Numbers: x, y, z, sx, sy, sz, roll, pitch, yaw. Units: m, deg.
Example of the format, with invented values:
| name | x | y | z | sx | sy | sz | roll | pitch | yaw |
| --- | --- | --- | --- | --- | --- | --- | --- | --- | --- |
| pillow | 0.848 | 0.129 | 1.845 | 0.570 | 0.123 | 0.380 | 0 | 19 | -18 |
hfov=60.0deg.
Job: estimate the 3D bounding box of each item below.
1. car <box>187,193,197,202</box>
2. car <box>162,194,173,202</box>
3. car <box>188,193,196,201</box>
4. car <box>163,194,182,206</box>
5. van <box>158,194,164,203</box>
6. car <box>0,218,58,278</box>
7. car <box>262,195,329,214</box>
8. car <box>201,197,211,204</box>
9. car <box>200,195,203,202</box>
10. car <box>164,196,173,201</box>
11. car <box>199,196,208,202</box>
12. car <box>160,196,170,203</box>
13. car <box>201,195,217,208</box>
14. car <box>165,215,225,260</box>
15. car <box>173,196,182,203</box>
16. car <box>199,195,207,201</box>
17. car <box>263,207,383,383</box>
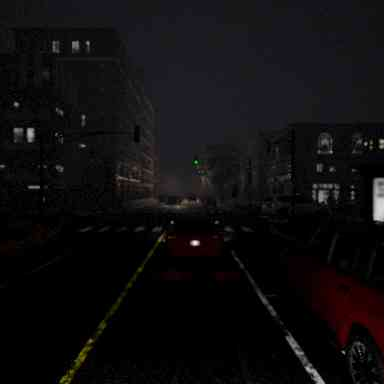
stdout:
| name | x | y | z | sx | sy | sz | roll | pitch | yaw |
| --- | --- | --- | --- | --- | --- | --- | --- | --- | --- |
| car | -0.008 | 1.471 | 75.010 | 1.882 | 1.535 | 5.008 | 0 | 0 | 0 |
| car | -5.701 | 1.320 | 76.723 | 2.192 | 1.841 | 5.009 | 0 | 0 | 0 |
| car | -0.010 | 1.155 | 85.458 | 2.150 | 2.045 | 5.566 | 0 | 0 | 0 |
| car | -3.063 | 1.336 | 54.256 | 2.097 | 1.767 | 4.553 | 0 | 0 | 0 |
| van | -5.700 | 1.333 | 65.329 | 1.690 | 1.788 | 3.998 | 0 | 0 | 0 |
| car | -5.693 | 1.515 | 10.117 | 1.752 | 1.417 | 4.829 | 0 | 0 | 0 |
| car | 8.590 | 1.238 | 27.507 | 5.566 | 2.045 | 2.150 | 0 | -1 | -7 |
| car | 2.681 | 1.574 | 65.329 | 1.802 | 1.307 | 4.206 | 0 | 0 | 0 |
| car | 2.683 | 1.424 | 53.935 | 1.967 | 1.590 | 4.097 | 0 | 0 | 0 |
| car | -5.701 | 1.579 | 82.420 | 1.947 | 1.339 | 4.313 | 0 | 0 | 0 |
| car | 2.680 | 1.556 | 76.722 | 2.008 | 1.369 | 4.403 | 0 | 0 | 0 |
| car | -5.700 | 1.580 | 71.026 | 1.802 | 1.307 | 4.206 | 0 | 0 | 0 |
| car | 2.684 | 1.531 | 48.238 | 2.008 | 1.369 | 4.403 | 0 | 0 | 0 |
| car | 0.098 | 1.551 | 12.331 | 1.994 | 1.385 | 4.181 | 0 | 0 | 0 |
| car | -3.008 | 1.520 | 70.209 | 1.812 | 1.442 | 4.674 | 0 | 0 | 0 |
| car | 2.679 | 1.453 | 82.419 | 1.967 | 1.590 | 4.097 | 0 | 0 | 0 |
| car | 2.690 | 1.310 | 4.747 | 2.192 | 1.841 | 5.009 | 0 | 0 | 0 |
